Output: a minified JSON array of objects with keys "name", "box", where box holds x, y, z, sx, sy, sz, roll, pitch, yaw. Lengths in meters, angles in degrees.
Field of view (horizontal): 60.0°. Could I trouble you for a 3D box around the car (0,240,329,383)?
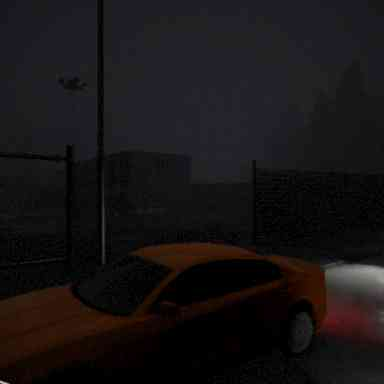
[{"name":"car","box":[-0.238,1.475,4.433,5.008,1.535,1.882,0,0,-35]}]
